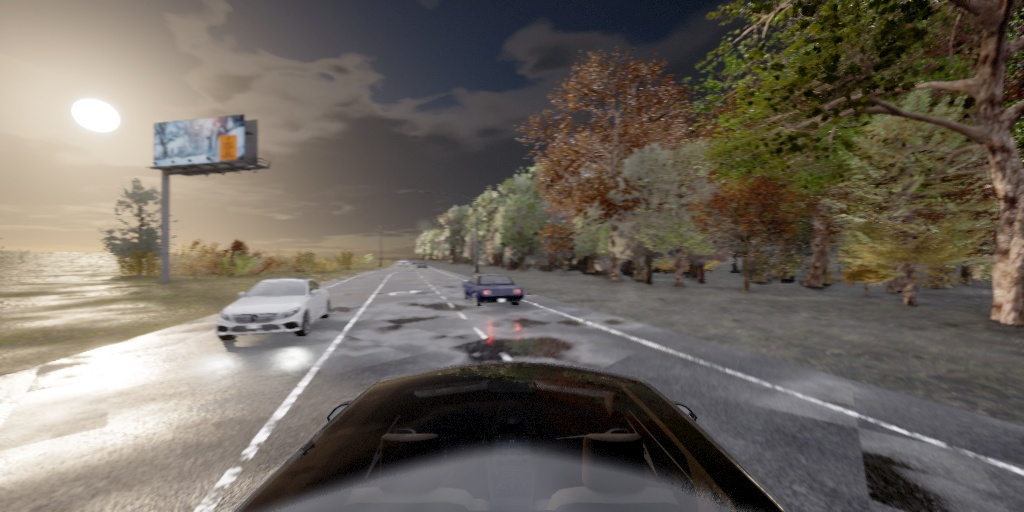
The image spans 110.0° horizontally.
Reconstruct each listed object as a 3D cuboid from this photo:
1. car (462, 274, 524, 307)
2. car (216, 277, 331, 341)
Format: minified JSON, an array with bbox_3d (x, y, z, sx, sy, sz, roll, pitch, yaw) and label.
[{"bbox_3d":[-1.038,1.466,16.199,1.895,1.301,4.718,0,0,-17],"label":"car"},{"bbox_3d":[-6.579,1.356,10.428,1.812,1.442,4.674,0,0,-17],"label":"car"}]
